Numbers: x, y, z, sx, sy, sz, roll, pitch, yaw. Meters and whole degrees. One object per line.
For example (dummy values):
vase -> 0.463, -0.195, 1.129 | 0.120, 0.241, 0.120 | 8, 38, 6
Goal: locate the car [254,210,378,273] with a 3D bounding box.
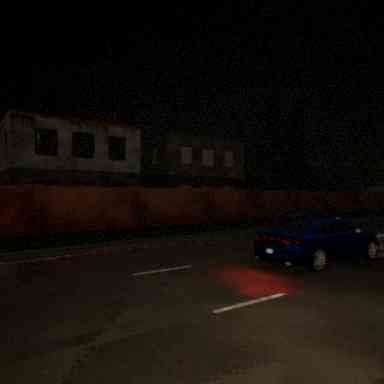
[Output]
car -> 4.272, 1.563, 11.097 | 5.008, 1.535, 1.882 | 0, 0, -36

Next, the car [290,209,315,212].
car -> 6.053, 1.605, 16.670 | 5.008, 1.535, 1.882 | 0, 0, -36
